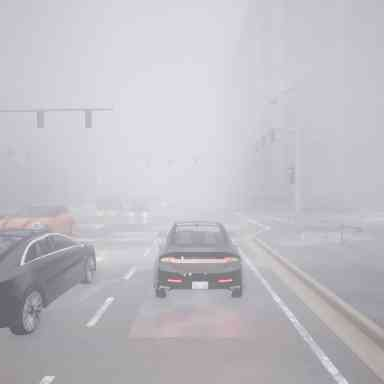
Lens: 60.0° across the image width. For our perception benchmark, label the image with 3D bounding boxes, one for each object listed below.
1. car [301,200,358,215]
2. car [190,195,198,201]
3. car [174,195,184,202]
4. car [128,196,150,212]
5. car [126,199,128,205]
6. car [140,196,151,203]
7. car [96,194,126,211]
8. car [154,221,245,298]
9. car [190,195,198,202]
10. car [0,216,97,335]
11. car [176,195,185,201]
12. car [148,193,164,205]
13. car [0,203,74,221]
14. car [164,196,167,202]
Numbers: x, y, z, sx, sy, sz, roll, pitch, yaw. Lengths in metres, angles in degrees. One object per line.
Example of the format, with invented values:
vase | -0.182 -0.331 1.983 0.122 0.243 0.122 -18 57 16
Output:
car | 13.435 1.492 32.977 5.357 1.411 2.033 0 0 0
car | 0.580 1.461 85.459 1.882 1.535 5.008 0 0 0
car | -2.986 1.497 75.781 1.837 1.490 4.892 0 0 0
car | -6.134 1.502 38.607 1.837 1.490 4.892 0 0 -10
car | -10.201 1.564 56.752 1.994 1.385 4.181 0 0 1
car | -10.010 1.524 72.264 1.812 1.442 4.674 0 0 0
car | -10.317 1.221 42.044 2.150 2.045 5.566 0 0 0
car | 0.134 1.492 8.507 2.128 1.511 4.902 0 0 0
car | 0.518 1.593 76.414 1.895 1.301 4.718 0 0 0
car | -3.400 1.492 6.687 2.128 1.511 4.902 0 0 1
car | -2.920 1.523 85.483 2.033 1.411 5.357 0 0 0
car | -6.683 1.217 57.674 2.150 2.045 5.566 0 1 2
car | -7.000 1.349 15.177 2.097 1.767 4.553 0 0 0
car | -6.502 1.524 73.429 2.128 1.511 4.902 0 0 0
